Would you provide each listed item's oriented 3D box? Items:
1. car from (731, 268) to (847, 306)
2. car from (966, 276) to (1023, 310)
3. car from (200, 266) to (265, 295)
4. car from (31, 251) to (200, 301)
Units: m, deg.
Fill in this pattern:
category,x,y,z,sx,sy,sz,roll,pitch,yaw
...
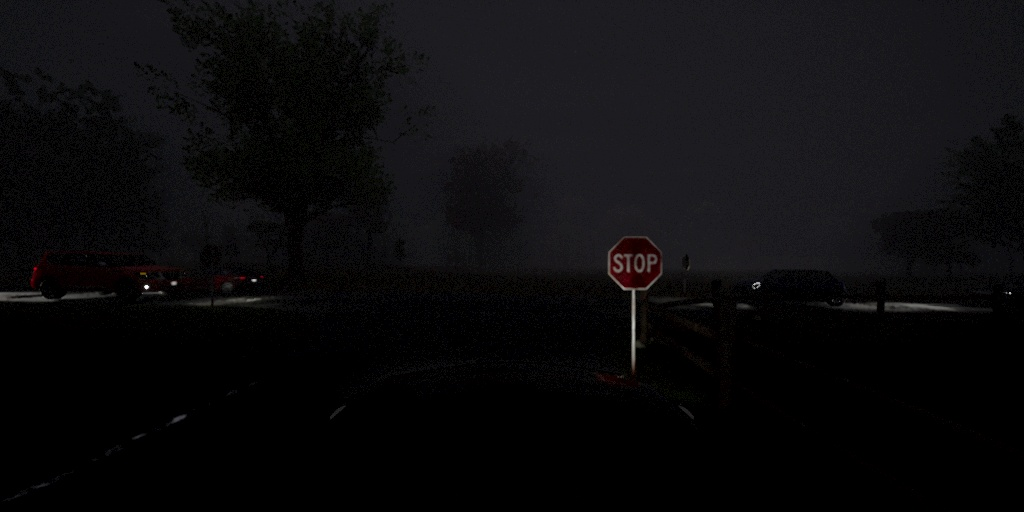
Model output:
category,x,y,z,sx,sy,sz,roll,pitch,yaw
car,13.337,1.410,17.498,4.553,1.767,2.097,1,0,2
car,24.781,1.717,17.019,4.902,1.511,2.128,1,0,2
car,-15.243,1.195,18.552,4.181,1.385,1.994,1,0,4
car,-17.568,0.808,15.831,5.566,2.045,2.150,1,0,2
